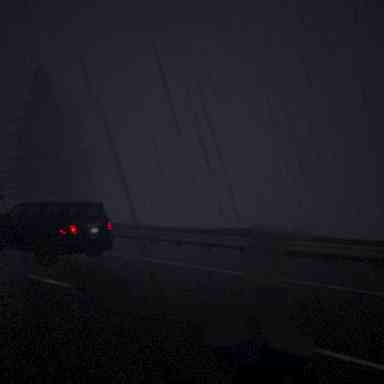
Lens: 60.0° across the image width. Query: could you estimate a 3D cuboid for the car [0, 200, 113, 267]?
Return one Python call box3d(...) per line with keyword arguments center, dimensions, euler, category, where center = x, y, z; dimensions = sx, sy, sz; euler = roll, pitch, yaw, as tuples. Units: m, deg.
box3d(center=(-5.288, 1.314, 11.958), dimensions=(5.566, 2.045, 2.150), euler=(0, 0, 34), category="car")
